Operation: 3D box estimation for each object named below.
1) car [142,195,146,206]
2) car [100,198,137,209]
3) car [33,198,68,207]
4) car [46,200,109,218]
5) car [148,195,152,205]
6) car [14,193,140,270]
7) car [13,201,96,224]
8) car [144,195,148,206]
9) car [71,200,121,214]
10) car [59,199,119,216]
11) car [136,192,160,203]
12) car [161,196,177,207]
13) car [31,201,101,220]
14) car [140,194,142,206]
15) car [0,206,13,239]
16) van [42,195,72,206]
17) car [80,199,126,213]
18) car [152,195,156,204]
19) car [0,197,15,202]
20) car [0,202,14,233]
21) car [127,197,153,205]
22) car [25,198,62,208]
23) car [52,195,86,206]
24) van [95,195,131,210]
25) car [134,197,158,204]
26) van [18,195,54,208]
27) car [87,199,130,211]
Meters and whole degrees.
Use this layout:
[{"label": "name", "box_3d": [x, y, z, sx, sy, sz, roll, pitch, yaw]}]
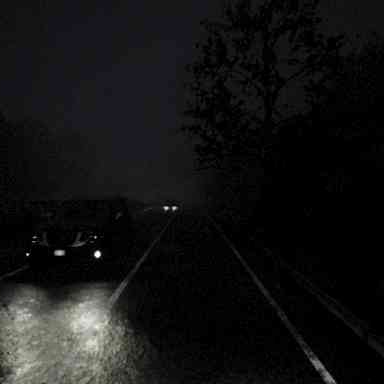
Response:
[{"label": "car", "box_3d": [-10.308, 1.660, 52.510, 4.892, 1.521, 2.231, 0, -1, 0]}, {"label": "car", "box_3d": [-10.344, 1.648, 46.957, 4.792, 1.488, 2.163, 0, 0, 0]}, {"label": "car", "box_3d": [-23.423, 1.715, 55.201, 4.792, 1.488, 2.163, 0, -1, 0]}, {"label": "car", "box_3d": [-10.322, 1.522, 30.300, 4.892, 1.521, 2.231, 0, 0, 0]}, {"label": "car", "box_3d": [-10.128, 1.717, 57.930, 5.366, 1.575, 1.946, 0, -1, 0]}, {"label": "car", "box_3d": [-3.361, 1.183, 11.191, 2.150, 2.045, 5.566, 0, 0, 0]}, {"label": "car", "box_3d": [-10.131, 1.486, 24.748, 5.366, 1.575, 1.946, 0, 0, 0]}, {"label": "car", "box_3d": [-10.499, 1.684, 55.277, 5.366, 1.575, 1.946, 0, -1, 0]}, {"label": "car", "box_3d": [-10.286, 1.583, 35.852, 4.792, 1.488, 2.163, 0, 0, 0]}, {"label": "car", "box_3d": [-10.130, 1.534, 33.076, 5.366, 1.575, 1.946, 0, 0, 0]}, {"label": "car", "box_3d": [-10.341, 1.670, 71.934, 5.566, 2.045, 2.435, 0, -1, 0]}, {"label": "car", "box_3d": [-3.424, 1.741, 54.307, 2.033, 1.411, 5.357, 0, 0, 0]}, {"label": "car", "box_3d": [-10.310, 1.506, 27.524, 4.892, 1.521, 2.231, 0, 0, 0]}, {"label": "car", "box_3d": [-10.346, 1.511, 49.731, 4.553, 1.767, 2.185, 0, 0, 0]}, {"label": "car", "box_3d": [-10.320, 1.464, 13.643, 4.674, 1.452, 2.002, 0, 0, 0]}, {"label": "van", "box_3d": [-23.510, 1.494, 57.975, 4.442, 1.987, 1.878, 0, -1, 0]}, {"label": "car", "box_3d": [-10.286, 1.599, 38.628, 4.792, 1.488, 2.163, 0, 0, 0]}, {"label": "car", "box_3d": [-10.128, 1.797, 63.602, 5.366, 1.575, 1.946, 0, -1, 0]}, {"label": "car", "box_3d": [-10.285, 1.331, 19.196, 4.553, 1.767, 2.185, 0, 0, 0]}, {"label": "car", "box_3d": [-10.311, 1.440, 16.419, 5.008, 1.535, 2.097, 0, 0, 0]}, {"label": "car", "box_3d": [-10.319, 1.841, 66.378, 4.892, 1.521, 2.231, 0, -1, 0]}, {"label": "car", "box_3d": [-23.423, 1.688, 52.562, 4.792, 1.488, 2.163, 0, 0, 0]}, {"label": "car", "box_3d": [-23.422, 1.548, 63.638, 5.566, 2.045, 2.435, 0, -1, 0]}, {"label": "van", "box_3d": [-10.431, 1.376, 44.182, 4.442, 1.987, 1.878, 0, 0, 0]}, {"label": "car", "box_3d": [-10.318, 1.961, 74.706, 5.008, 1.535, 2.097, 0, -1, 0]}, {"label": "van", "box_3d": [-23.286, 1.410, 49.812, 4.442, 1.987, 1.878, 0, 0, 0]}, {"label": "car", "box_3d": [-10.286, 1.615, 41.404, 4.792, 1.488, 2.163, 0, 0, 0]}]
